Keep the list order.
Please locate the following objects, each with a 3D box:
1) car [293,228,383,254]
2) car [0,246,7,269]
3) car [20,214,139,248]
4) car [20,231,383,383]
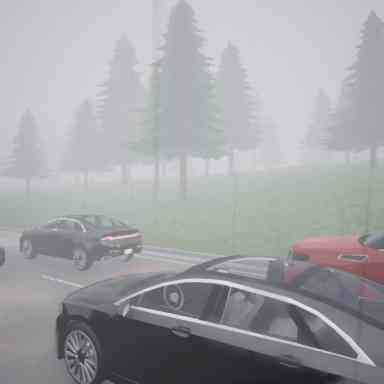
[{"bbox_3d":[4.254,1.221,5.256,5.566,2.045,2.150,0,0,36],"label":"car"},{"bbox_3d":[-7.078,1.601,9.025,4.718,1.301,1.895,0,0,36],"label":"car"},{"bbox_3d":[-3.791,1.491,10.968,4.902,1.511,2.128,0,0,36],"label":"car"},{"bbox_3d":[0.445,1.492,3.676,4.902,1.511,2.128,0,0,36],"label":"car"}]
